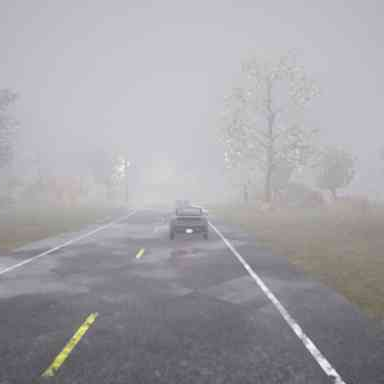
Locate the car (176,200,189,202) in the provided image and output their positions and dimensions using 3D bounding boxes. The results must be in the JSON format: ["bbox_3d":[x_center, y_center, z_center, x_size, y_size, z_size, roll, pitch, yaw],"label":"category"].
[{"bbox_3d":[-1.032,1.528,36.484,2.033,1.411,5.357,0,0,-3],"label":"car"}]

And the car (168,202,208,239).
[{"bbox_3d":[-0.195,1.498,17.409,1.837,1.490,4.892,0,0,-2],"label":"car"}]
